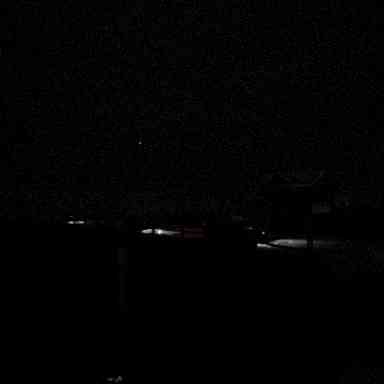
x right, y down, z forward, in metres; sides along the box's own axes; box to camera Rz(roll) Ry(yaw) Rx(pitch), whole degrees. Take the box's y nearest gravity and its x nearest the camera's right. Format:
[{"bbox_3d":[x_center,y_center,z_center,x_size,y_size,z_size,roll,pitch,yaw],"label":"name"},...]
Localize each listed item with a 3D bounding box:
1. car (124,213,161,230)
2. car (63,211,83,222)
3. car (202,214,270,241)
[{"bbox_3d":[-4.487,2.572,29.774,1.994,1.385,4.181,0,-2,-36],"label":"car"},{"bbox_3d":[-17.018,3.417,47.396,1.837,1.490,4.892,0,-3,-35],"label":"car"},{"bbox_3d":[2.500,2.059,20.110,1.812,1.442,4.674,0,-2,-37],"label":"car"}]
